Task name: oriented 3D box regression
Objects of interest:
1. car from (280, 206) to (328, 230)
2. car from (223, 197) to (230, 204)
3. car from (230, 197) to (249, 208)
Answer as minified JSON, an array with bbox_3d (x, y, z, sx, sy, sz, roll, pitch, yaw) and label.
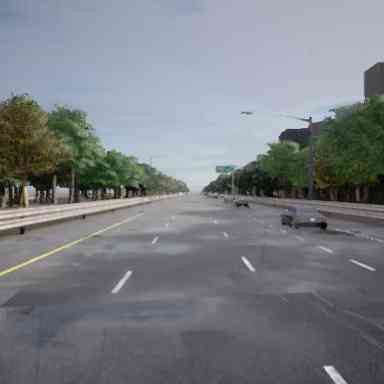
[{"bbox_3d":[7.026,1.587,21.333,1.994,1.385,4.181,0,0,0],"label":"car"},{"bbox_3d":[7.245,1.641,66.624,2.033,1.411,5.357,0,0,0],"label":"car"},{"bbox_3d":[7.133,1.570,48.956,1.837,1.490,4.892,0,0,0],"label":"car"}]
